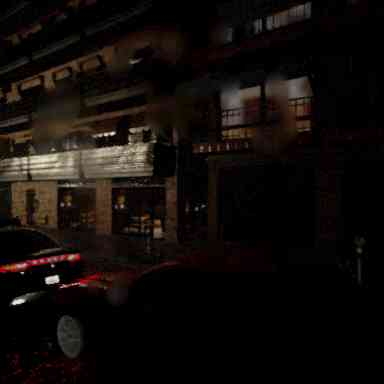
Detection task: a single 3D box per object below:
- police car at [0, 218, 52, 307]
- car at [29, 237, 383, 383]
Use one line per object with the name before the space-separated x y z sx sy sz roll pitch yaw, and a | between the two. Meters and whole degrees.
police car | -4.729 1.464 7.831 5.238 1.638 1.930 0 0 36
car | 0.202 1.510 4.223 5.008 1.535 1.882 0 0 36
